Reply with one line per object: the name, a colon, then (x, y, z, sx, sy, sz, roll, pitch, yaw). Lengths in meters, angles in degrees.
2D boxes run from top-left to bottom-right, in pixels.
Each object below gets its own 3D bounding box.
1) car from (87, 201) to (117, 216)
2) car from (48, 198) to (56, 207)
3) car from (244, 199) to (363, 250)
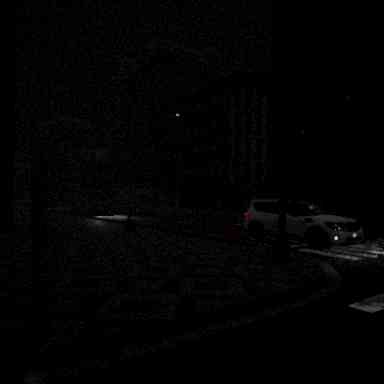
car: (-9.718, 1.744, 35.779, 1.812, 1.442, 4.674, 1, -1, -36)
car: (-24.648, 1.797, 56.602, 1.812, 1.442, 4.674, 1, -1, -36)
car: (4.859, 1.363, 15.454, 2.150, 2.045, 5.566, 1, -1, -36)
